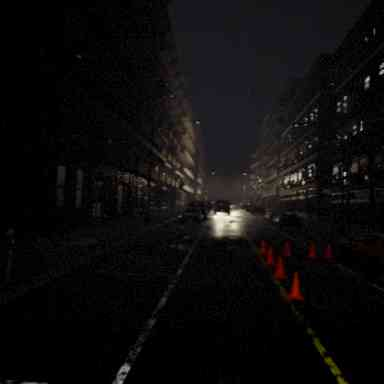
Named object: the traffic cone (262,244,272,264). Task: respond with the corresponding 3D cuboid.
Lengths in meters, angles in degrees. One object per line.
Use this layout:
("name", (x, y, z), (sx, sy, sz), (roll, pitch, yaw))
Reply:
("traffic cone", (2.771, 2.235, 11.773), (0.340, 0.580, 0.340), (3, -1, 5))

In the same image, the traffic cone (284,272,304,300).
("traffic cone", (2.427, 2.168, 7.789), (0.340, 0.580, 0.340), (3, -1, 5))

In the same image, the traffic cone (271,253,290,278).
("traffic cone", (2.599, 2.201, 9.781), (0.340, 0.580, 0.340), (3, -1, 5))

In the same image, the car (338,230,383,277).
("car", (6.530, 1.975, 11.491), (1.752, 1.417, 4.829), (4, -1, 5))

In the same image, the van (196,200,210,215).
("van", (1.539, 2.023, 45.122), (1.690, 1.788, 3.998), (4, -1, 5))

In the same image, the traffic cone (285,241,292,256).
("traffic cone", (3.938, 2.314, 13.679), (0.340, 0.580, 0.340), (3, -1, 5))

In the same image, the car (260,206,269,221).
("car", (8.412, 2.385, 33.358), (2.008, 1.369, 4.403), (4, -1, 5))

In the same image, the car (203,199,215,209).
("car", (3.438, 2.423, 67.159), (2.192, 1.841, 5.009), (4, -1, 5))

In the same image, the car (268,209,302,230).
("car", (7.938, 2.281, 27.848), (1.887, 1.381, 4.507), (4, -1, 5))

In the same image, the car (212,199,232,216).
("car", (4.064, 2.016, 44.793), (2.150, 2.045, 5.566), (3, -1, 5))

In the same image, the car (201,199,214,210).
("car", (2.963, 2.315, 61.651), (2.192, 1.841, 5.009), (4, -1, 5))

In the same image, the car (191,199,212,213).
("car", (0.592, 1.796, 34.106), (2.192, 1.841, 5.009), (4, -1, 5))

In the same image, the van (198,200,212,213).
("van", (2.013, 2.128, 50.632), (1.690, 1.788, 3.998), (4, -1, 5))

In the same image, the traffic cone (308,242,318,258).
("traffic cone", (4.933, 2.359, 13.592), (0.340, 0.580, 0.340), (3, -1, 5))

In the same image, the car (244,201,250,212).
("car", (10.310, 2.791, 55.395), (1.887, 1.381, 4.507), (4, -1, 5))

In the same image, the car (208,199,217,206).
("car", (5.806, 2.989, 94.704), (2.192, 1.841, 5.009), (4, -1, 5))

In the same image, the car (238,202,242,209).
("car", (11.715, 2.884, 71.930), (2.192, 1.841, 5.009), (4, -1, 5))

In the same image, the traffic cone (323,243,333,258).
("traffic cone", (5.610, 2.391, 13.644), (0.340, 0.580, 0.340), (3, -1, 10))

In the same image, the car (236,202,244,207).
("car", (13.592, 3.607, 93.966), (1.802, 1.307, 4.206), (4, -1, 5))

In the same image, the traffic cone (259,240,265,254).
("traffic cone", (2.943, 2.269, 13.765), (0.340, 0.580, 0.340), (3, -1, 5))

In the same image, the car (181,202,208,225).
("car", (0.087, 1.905, 28.424), (1.752, 1.417, 4.829), (4, -1, 5))

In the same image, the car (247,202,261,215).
("car", (9.836, 2.685, 49.886), (1.887, 1.381, 4.507), (4, -1, 5))

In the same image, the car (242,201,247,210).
("car", (10.799, 2.794, 60.906), (1.967, 1.590, 4.097), (4, -1, 5))
